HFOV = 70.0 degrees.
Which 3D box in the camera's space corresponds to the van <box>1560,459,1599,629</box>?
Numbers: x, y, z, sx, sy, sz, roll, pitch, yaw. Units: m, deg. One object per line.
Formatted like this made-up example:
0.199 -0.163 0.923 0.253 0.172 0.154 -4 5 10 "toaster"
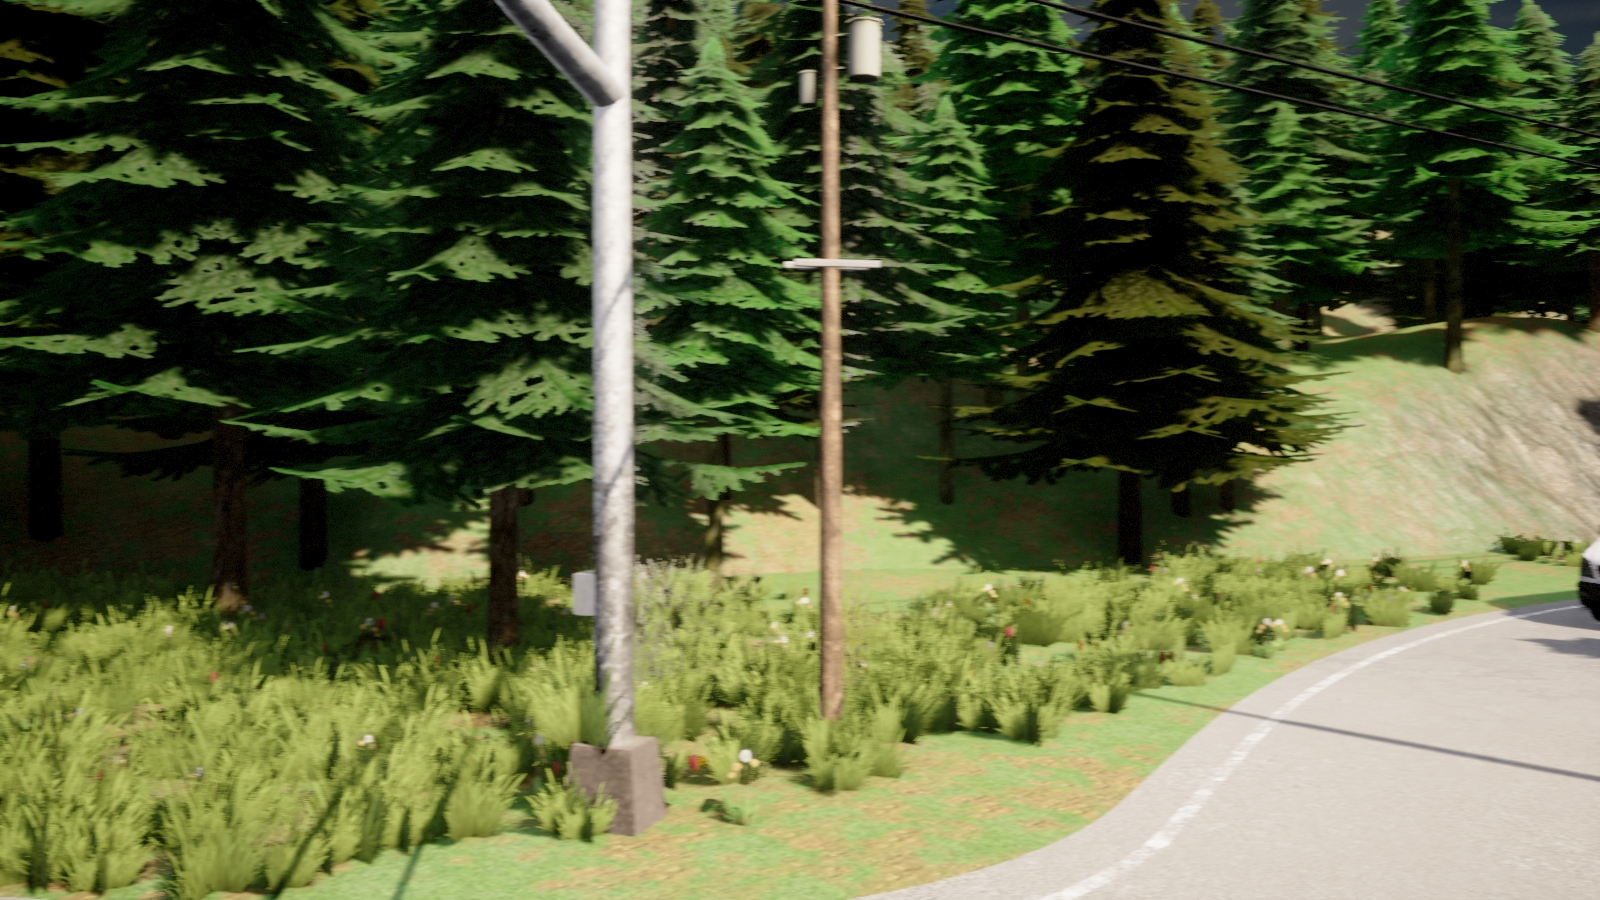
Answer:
14.932 1.414 18.283 5.915 2.561 1.988 0 0 -28 "van"
